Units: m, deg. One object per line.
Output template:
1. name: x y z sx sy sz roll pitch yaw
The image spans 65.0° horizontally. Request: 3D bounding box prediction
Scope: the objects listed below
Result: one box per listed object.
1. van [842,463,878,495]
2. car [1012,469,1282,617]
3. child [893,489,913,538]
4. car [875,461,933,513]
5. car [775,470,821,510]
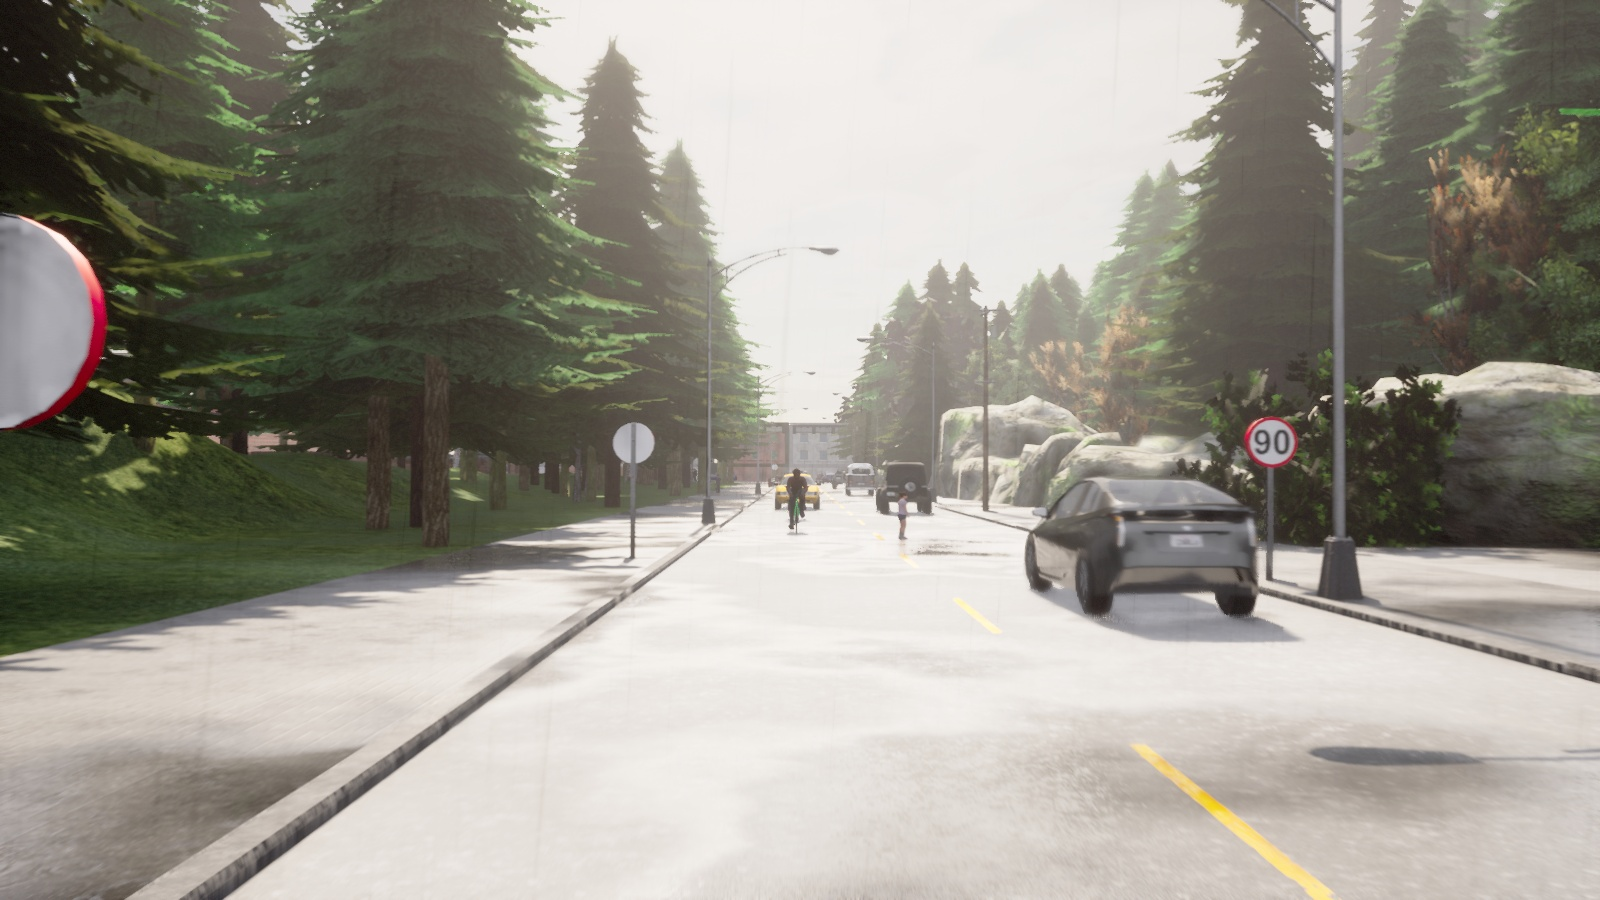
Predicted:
1. van: 3.870 1.882 81.649 2.069 2.038 4.480 0 -1 0
2. car: 3.961 0.999 15.232 2.007 1.525 4.514 0 -1 0
3. child: 2.375 1.456 28.903 0.394 1.110 0.255 0 -1 -18
4. car: 3.908 1.390 47.743 1.905 1.878 3.866 0 -1 0
5. car: -0.096 1.622 52.065 1.801 1.575 5.366 0 -1 0
